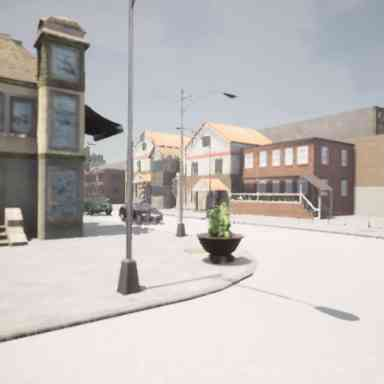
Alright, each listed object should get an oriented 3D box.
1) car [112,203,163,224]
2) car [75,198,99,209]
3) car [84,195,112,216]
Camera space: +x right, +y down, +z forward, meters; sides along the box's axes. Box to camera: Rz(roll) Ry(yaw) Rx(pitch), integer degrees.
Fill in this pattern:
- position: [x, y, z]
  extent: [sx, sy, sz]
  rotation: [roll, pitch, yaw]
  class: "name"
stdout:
- position: [-4.047, 1.604, 25.828]
  extent: [2.128, 1.511, 4.902]
  rotation: [1, 0, -36]
  class: "car"
- position: [-15.496, 1.631, 49.010]
  extent: [1.882, 1.535, 5.008]
  rotation: [1, 0, -35]
  class: "car"
- position: [-10.065, 1.335, 34.266]
  extent: [2.150, 2.045, 5.566]
  rotation: [1, 0, -35]
  class: "car"
